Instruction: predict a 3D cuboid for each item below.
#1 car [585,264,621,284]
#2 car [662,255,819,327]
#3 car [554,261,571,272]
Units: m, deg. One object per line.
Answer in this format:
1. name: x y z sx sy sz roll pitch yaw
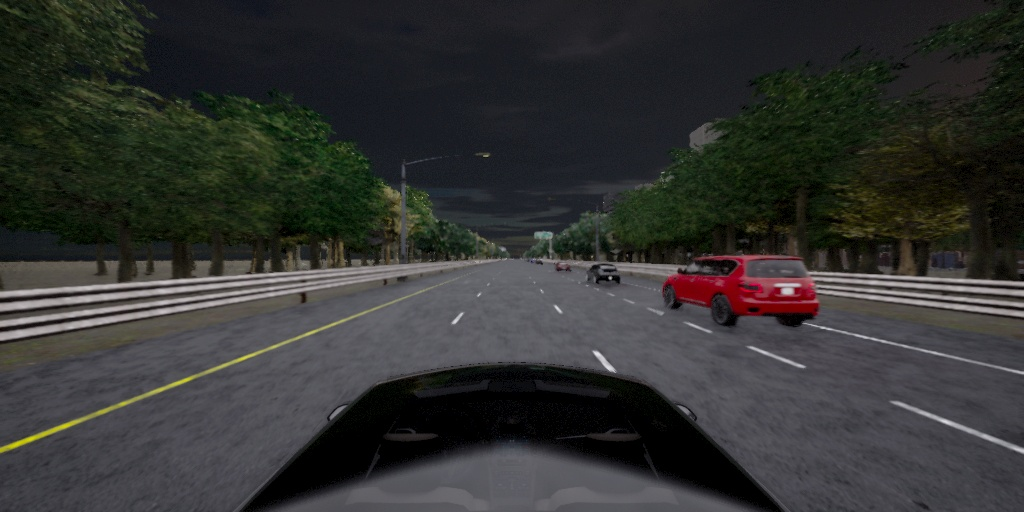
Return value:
1. car: 7.025 1.354 28.012 1.837 1.490 4.892 0 0 0
2. car: 6.999 0.993 11.783 2.150 2.045 5.566 0 0 0
3. car: 7.111 1.488 50.939 1.812 1.442 4.674 0 0 0
